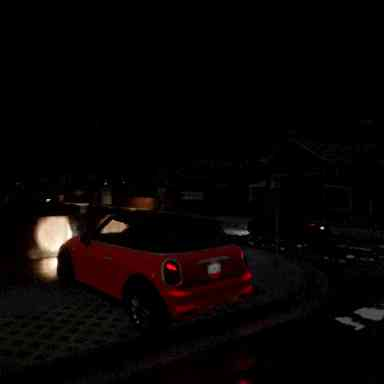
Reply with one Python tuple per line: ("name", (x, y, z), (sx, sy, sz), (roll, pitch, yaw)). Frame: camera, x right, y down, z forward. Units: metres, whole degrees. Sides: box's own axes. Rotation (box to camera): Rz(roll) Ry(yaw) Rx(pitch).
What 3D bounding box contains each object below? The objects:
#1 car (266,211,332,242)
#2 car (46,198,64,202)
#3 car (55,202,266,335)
("car", (4.817, 1.627, 16.870), (1.994, 1.385, 4.181), (0, 0, -36))
("car", (-19.243, 1.569, 46.491), (2.033, 1.411, 5.357), (0, 0, -35))
("car", (-1.050, 1.207, 6.771), (2.097, 1.767, 4.553), (0, 0, -41))
